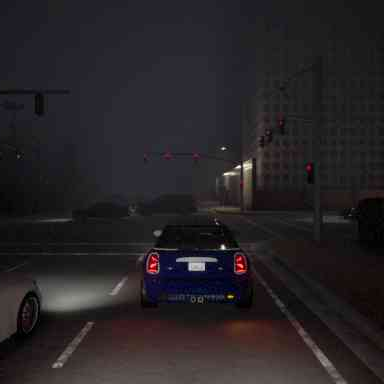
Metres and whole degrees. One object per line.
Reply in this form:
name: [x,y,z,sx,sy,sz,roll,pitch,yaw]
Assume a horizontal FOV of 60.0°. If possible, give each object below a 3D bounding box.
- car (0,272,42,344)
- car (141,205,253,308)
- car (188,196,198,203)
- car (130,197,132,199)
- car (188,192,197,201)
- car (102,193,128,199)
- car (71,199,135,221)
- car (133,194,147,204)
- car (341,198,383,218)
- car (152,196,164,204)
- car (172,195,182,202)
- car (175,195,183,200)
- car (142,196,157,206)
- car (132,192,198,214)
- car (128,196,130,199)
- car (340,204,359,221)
car: [-3.430,1.526,3.640,1.812,1.442,4.674,0,0,1]
car: [0.102,1.352,8.070,2.097,1.767,4.553,0,0,0]
car: [0.176,1.531,73.123,2.033,1.411,5.357,0,0,0]
car: [-6.973,1.526,46.345,1.812,1.442,4.674,0,0,0]
car: [0.202,1.053,83.785,2.150,2.045,5.566,0,0,0]
car: [-10.484,1.221,44.114,2.150,2.045,5.566,0,0,0]
car: [-7.333,1.551,26.947,4.674,1.442,1.812,0,0,0]
car: [-10.363,1.352,66.552,2.097,1.767,4.553,0,0,1]
car: [16.430,1.407,30.438,4.553,1.767,2.097,0,0,0]
car: [-6.871,1.564,67.123,1.994,1.385,4.181,0,0,0]
car: [-3.323,1.469,73.542,1.882,1.535,5.008,0,0,0]
car: [-3.298,1.423,83.794,1.895,1.301,4.718,0,0,0]
car: [-6.947,1.505,55.239,1.837,1.490,4.892,0,0,0]
car: [-2.283,1.247,30.445,5.566,2.045,2.150,0,0,0]
car: [-10.455,1.478,53.885,1.882,1.535,5.008,0,0,0]
car: [14.483,1.407,26.940,4.553,1.767,2.097,0,0,0]
